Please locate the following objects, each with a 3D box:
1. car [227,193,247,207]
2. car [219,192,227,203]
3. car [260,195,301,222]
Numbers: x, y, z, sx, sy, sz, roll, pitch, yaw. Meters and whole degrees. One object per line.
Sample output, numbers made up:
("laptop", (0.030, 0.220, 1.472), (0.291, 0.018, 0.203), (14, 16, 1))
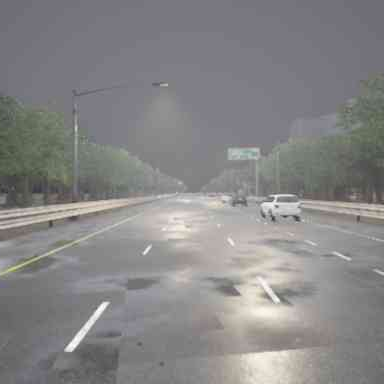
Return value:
("car", (7.171, 1.218, 51.530), (2.150, 2.045, 5.566), (0, 0, 0))
("car", (7.285, 1.213, 68.608), (2.150, 2.045, 5.566), (0, 0, 0))
("car", (7.053, 1.227, 26.876), (2.150, 2.045, 5.566), (0, 0, 0))
